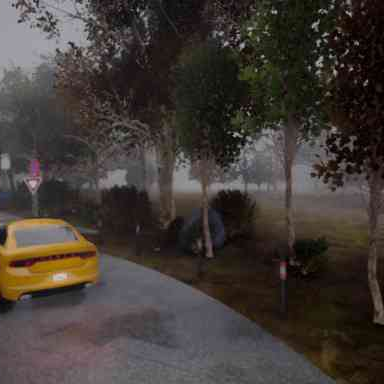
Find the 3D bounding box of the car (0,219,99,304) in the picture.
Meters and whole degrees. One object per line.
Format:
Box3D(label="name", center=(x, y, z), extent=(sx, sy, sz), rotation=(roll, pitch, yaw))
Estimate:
Box3D(label="car", center=(-3.944, 1.414, 8.341), extent=(1.882, 1.535, 5.008), rotation=(-2, 2, -35))
